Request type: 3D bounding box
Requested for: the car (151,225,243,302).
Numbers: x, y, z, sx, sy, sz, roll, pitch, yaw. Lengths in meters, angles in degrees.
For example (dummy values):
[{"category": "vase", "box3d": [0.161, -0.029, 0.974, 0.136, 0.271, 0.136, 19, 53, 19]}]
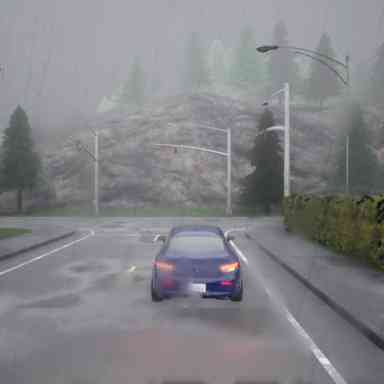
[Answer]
[{"category": "car", "box3d": [0.106, 1.526, 8.157, 1.812, 1.442, 4.674, 0, 0, 0]}]
